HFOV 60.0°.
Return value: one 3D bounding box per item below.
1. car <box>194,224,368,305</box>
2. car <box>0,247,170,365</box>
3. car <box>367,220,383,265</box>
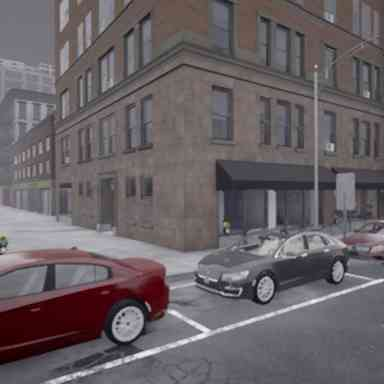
[{"bbox_3d":[2.070,1.582,8.038,4.403,1.369,2.008,0,-1,-36],"label":"car"},{"bbox_3d":[-2.465,1.548,4.784,4.507,1.381,1.887,0,-1,-36],"label":"car"},{"bbox_3d":[6.607,1.642,11.292,4.206,1.307,1.802,0,-1,-36],"label":"car"}]
